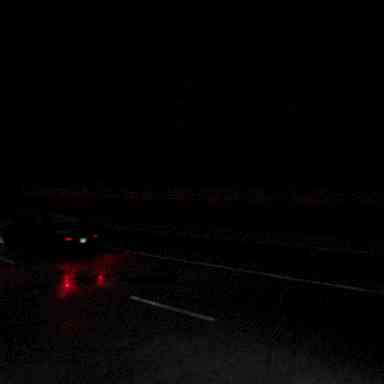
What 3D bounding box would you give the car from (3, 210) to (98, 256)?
[{"bbox_3d":[-5.460,1.430,12.714,4.674,1.442,1.812,1,0,39],"label":"car"}]
